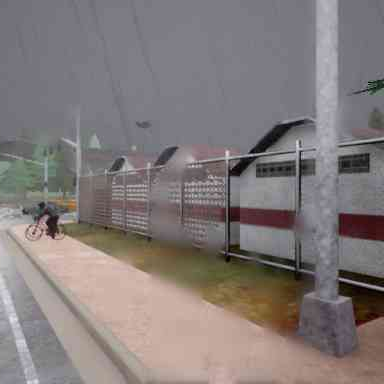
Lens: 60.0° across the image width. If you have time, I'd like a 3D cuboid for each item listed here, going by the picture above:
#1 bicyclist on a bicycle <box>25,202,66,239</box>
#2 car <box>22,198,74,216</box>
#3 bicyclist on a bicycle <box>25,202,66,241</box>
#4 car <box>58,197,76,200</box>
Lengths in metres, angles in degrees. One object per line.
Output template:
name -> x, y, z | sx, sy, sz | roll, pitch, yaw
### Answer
bicyclist on a bicycle -> -6.814, 1.298, 15.537 | 1.656, 1.620, 0.582 | 0, 0, -39
car -> -14.146, 1.557, 32.243 | 4.181, 1.385, 1.994 | 0, 0, -35
bicyclist on a bicycle -> -6.294, 1.298, 14.319 | 1.656, 1.620, 0.582 | 0, 0, -15
car -> -19.634, 1.493, 50.011 | 4.892, 1.490, 1.837 | 0, 0, -35
